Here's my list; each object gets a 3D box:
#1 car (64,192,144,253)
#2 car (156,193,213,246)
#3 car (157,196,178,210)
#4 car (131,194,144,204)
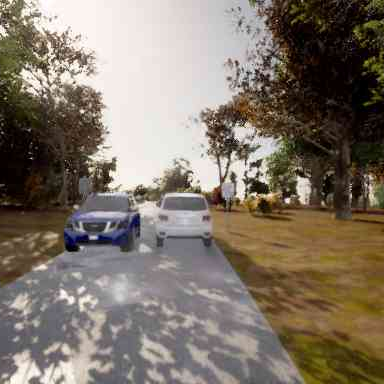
[{"bbox_3d":[-3.279,1.050,13.313,2.150,2.045,5.566,1,1,-3],"label":"car"},{"bbox_3d":[-0.405,1.071,14.596,2.150,2.045,5.566,1,1,-3],"label":"car"},{"bbox_3d":[-2.869,1.196,37.832,2.033,1.411,5.357,1,0,-8],"label":"car"},{"bbox_3d":[-9.129,1.116,55.252,1.812,1.442,4.674,1,0,-12],"label":"car"}]
